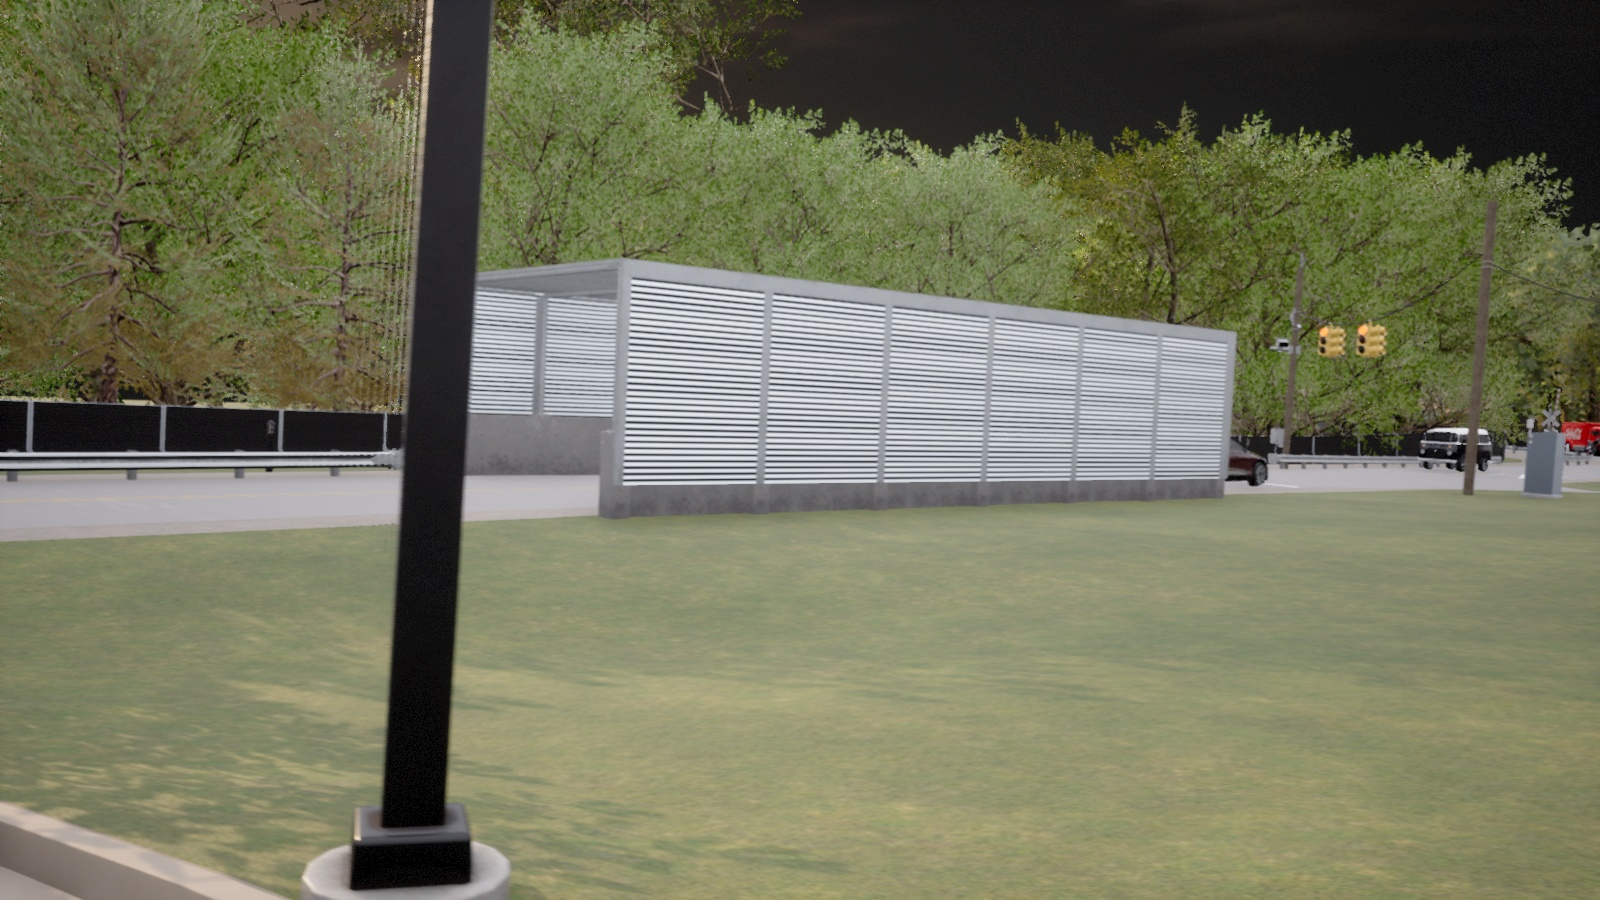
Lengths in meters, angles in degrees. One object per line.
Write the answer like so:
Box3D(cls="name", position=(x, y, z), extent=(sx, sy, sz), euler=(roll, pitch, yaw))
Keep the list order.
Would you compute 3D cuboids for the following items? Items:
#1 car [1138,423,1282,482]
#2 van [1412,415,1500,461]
Box3D(cls="car", position=(13.018, 0.038, 39.733), extent=(4.856, 1.649, 2.033), euler=(-1, 4, -41))
Box3D(cls="van", position=(31.137, -0.602, 59.539), extent=(4.480, 2.038, 2.069), euler=(-1, 4, -40))
